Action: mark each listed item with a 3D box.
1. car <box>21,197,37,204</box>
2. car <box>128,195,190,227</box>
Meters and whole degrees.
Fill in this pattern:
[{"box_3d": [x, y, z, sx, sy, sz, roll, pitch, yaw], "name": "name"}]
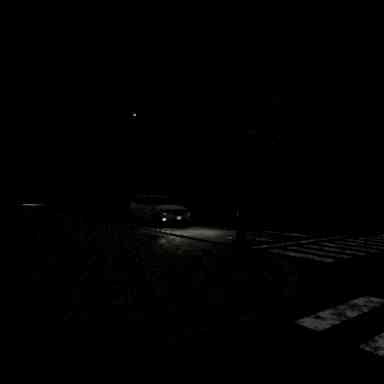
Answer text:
[{"box_3d": [-29.746, 1.536, 60.649, 1.994, 1.385, 4.181, 1, 0, -36], "name": "car"}, {"box_3d": [-2.384, 1.208, 22.556, 2.150, 2.045, 5.566, 1, 0, -36], "name": "car"}]
